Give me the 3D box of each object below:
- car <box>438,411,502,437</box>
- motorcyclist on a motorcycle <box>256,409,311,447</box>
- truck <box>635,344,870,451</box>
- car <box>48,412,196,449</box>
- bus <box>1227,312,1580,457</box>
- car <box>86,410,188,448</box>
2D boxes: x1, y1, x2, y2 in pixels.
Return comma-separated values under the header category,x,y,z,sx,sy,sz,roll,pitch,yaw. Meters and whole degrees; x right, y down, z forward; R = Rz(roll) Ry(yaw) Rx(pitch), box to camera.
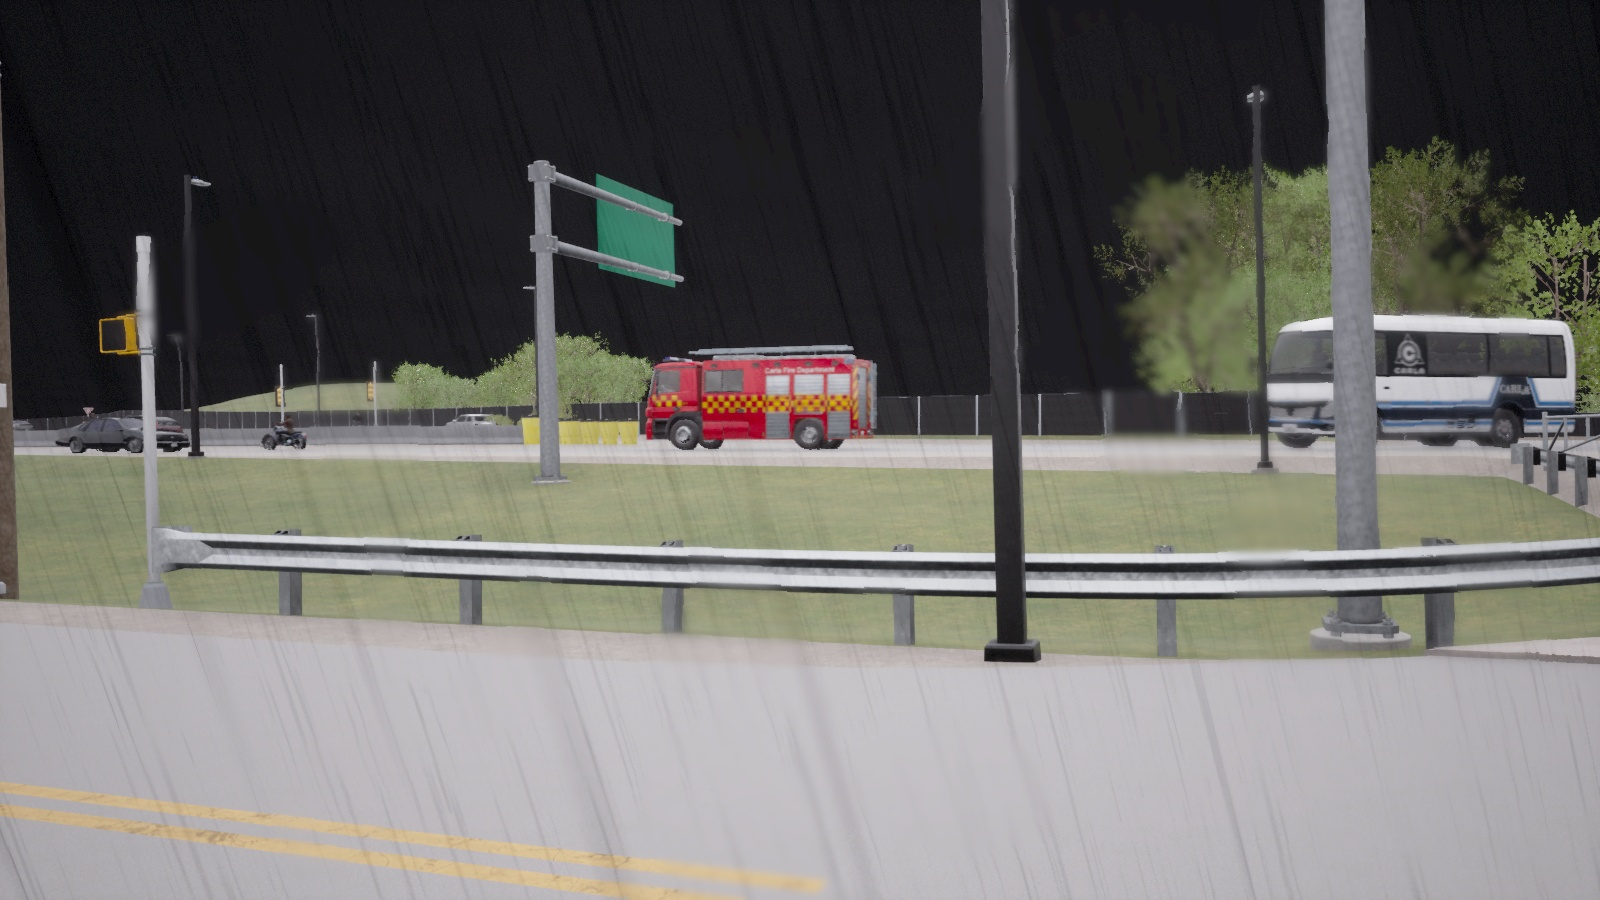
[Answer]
category,x,y,z,sx,sy,sz,roll,pitch,yaw
car,-19.407,-1.537,73.779,3.806,1.475,1.970,2,2,45
motorcyclist on a motorcycle,-22.743,-0.953,55.295,2.350,1.649,0.766,0,1,19
truck,-1.825,-1.935,47.918,8.468,3.827,2.891,0,1,19
car,-26.575,-0.769,49.225,5.357,1.411,2.033,0,1,19
bus,19.336,-2.005,40.339,10.273,4.253,3.944,0,2,-18
car,-28.259,-0.904,53.526,3.705,1.549,1.789,0,1,19
